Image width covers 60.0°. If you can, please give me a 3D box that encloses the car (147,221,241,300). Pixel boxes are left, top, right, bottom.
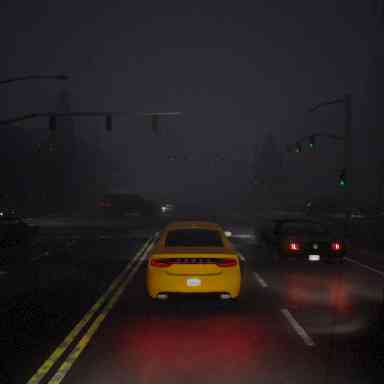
[{"bbox_3d":[0.034,1.478,8.471,1.882,1.535,5.008,0,0,0],"label":"car"}]

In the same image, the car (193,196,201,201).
[{"bbox_3d":[1.306,1.595,88.208,1.895,1.301,4.718,0,0,-1],"label":"car"}]

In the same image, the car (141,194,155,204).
[{"bbox_3d":[-8.642,1.352,65.550,2.097,1.767,4.553,0,0,-1],"label":"car"}]

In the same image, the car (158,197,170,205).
[{"bbox_3d":[-5.029,1.564,59.772,1.994,1.385,4.181,0,0,-1],"label":"car"}]

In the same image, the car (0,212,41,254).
[{"bbox_3d":[-7.252,1.601,11.825,1.895,1.301,4.718,0,0,-2],"label":"car"}]

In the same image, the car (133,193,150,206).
[{"bbox_3d":[-8.441,1.221,55.750,2.150,2.045,5.566,0,0,-1],"label":"car"}]

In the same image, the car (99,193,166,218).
[{"bbox_3d":[-5.493,1.220,30.018,5.566,2.045,2.150,0,1,-36],"label":"car"}]

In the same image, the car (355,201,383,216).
[{"bbox_3d":[18.773,1.547,32.194,5.357,1.411,2.033,0,0,-2],"label":"car"}]

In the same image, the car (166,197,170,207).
[{"bbox_3d":[-4.793,1.564,49.743,1.994,1.385,4.181,0,0,-2],"label":"car"}]

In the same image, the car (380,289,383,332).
[{"bbox_3d":[3.597,1.478,2.706,1.882,1.535,5.008,0,0,0],"label":"car"}]

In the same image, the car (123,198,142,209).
[{"bbox_3d":[-8.208,1.564,46.431,1.994,1.385,4.181,0,0,-1],"label":"car"}]

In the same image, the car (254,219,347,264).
[{"bbox_3d":[3.502,1.601,11.795,1.895,1.301,4.718,0,0,-1],"label":"car"}]

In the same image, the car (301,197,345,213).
[{"bbox_3d":[14.083,1.352,35.560,4.553,1.767,2.097,0,0,-2],"label":"car"}]
